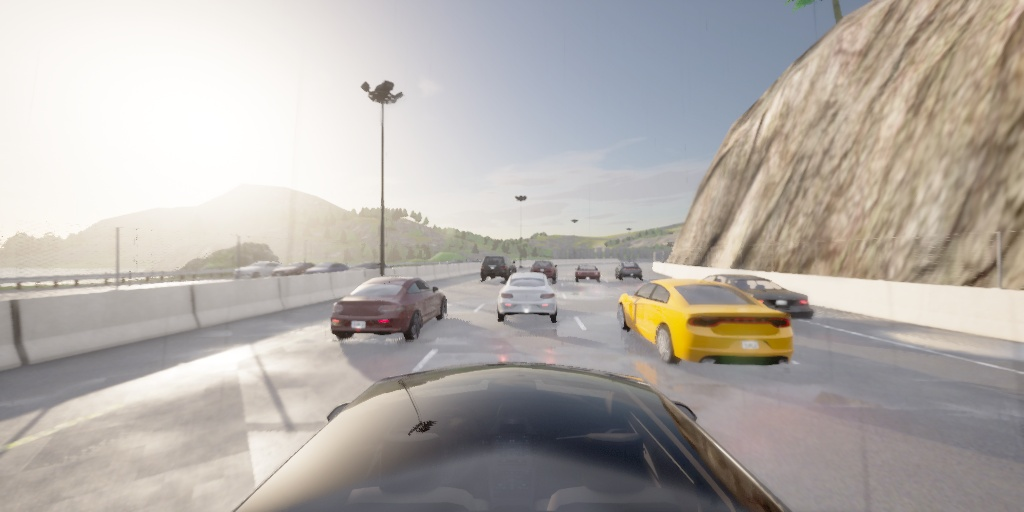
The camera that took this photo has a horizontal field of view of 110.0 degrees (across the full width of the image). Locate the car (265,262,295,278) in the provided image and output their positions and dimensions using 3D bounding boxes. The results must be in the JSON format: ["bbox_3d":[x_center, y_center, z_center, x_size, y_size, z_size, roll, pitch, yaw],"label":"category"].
[{"bbox_3d":[-18.569,1.244,31.304,1.812,1.442,4.674,0,0,10],"label":"car"}]

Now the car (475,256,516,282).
[{"bbox_3d":[-1.024,0.981,29.169,2.150,2.045,5.566,0,0,9],"label":"car"}]

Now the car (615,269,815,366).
[{"bbox_3d":[3.823,1.240,8.078,1.882,1.535,5.008,0,0,2],"label":"car"}]

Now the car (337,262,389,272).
[{"bbox_3d":[-11.792,1.238,29.407,1.837,1.490,4.892,0,0,9],"label":"car"}]

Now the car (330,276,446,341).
[{"bbox_3d":[-3.113,1.272,9.799,1.812,1.442,4.674,0,0,2],"label":"car"}]

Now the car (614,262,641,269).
[{"bbox_3d":[9.949,1.279,30.810,2.128,1.511,4.902,0,0,10],"label":"car"}]

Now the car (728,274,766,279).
[{"bbox_3d":[7.532,1.321,12.279,2.033,1.411,5.357,0,0,4],"label":"car"}]

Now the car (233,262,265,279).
[{"bbox_3d":[-22.044,1.235,31.782,1.812,1.442,4.674,0,0,10],"label":"car"}]

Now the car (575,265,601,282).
[{"bbox_3d":[6.052,1.378,29.046,1.895,1.301,4.718,0,0,10],"label":"car"}]

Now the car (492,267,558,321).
[{"bbox_3d":[0.562,1.282,12.349,1.812,1.442,4.674,0,0,4],"label":"car"}]

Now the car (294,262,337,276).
[{"bbox_3d":[-15.281,1.251,29.758,1.812,1.442,4.674,0,0,9],"label":"car"}]

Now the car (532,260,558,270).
[{"bbox_3d":[2.699,1.121,29.975,2.097,1.767,4.553,0,0,10],"label":"car"}]
